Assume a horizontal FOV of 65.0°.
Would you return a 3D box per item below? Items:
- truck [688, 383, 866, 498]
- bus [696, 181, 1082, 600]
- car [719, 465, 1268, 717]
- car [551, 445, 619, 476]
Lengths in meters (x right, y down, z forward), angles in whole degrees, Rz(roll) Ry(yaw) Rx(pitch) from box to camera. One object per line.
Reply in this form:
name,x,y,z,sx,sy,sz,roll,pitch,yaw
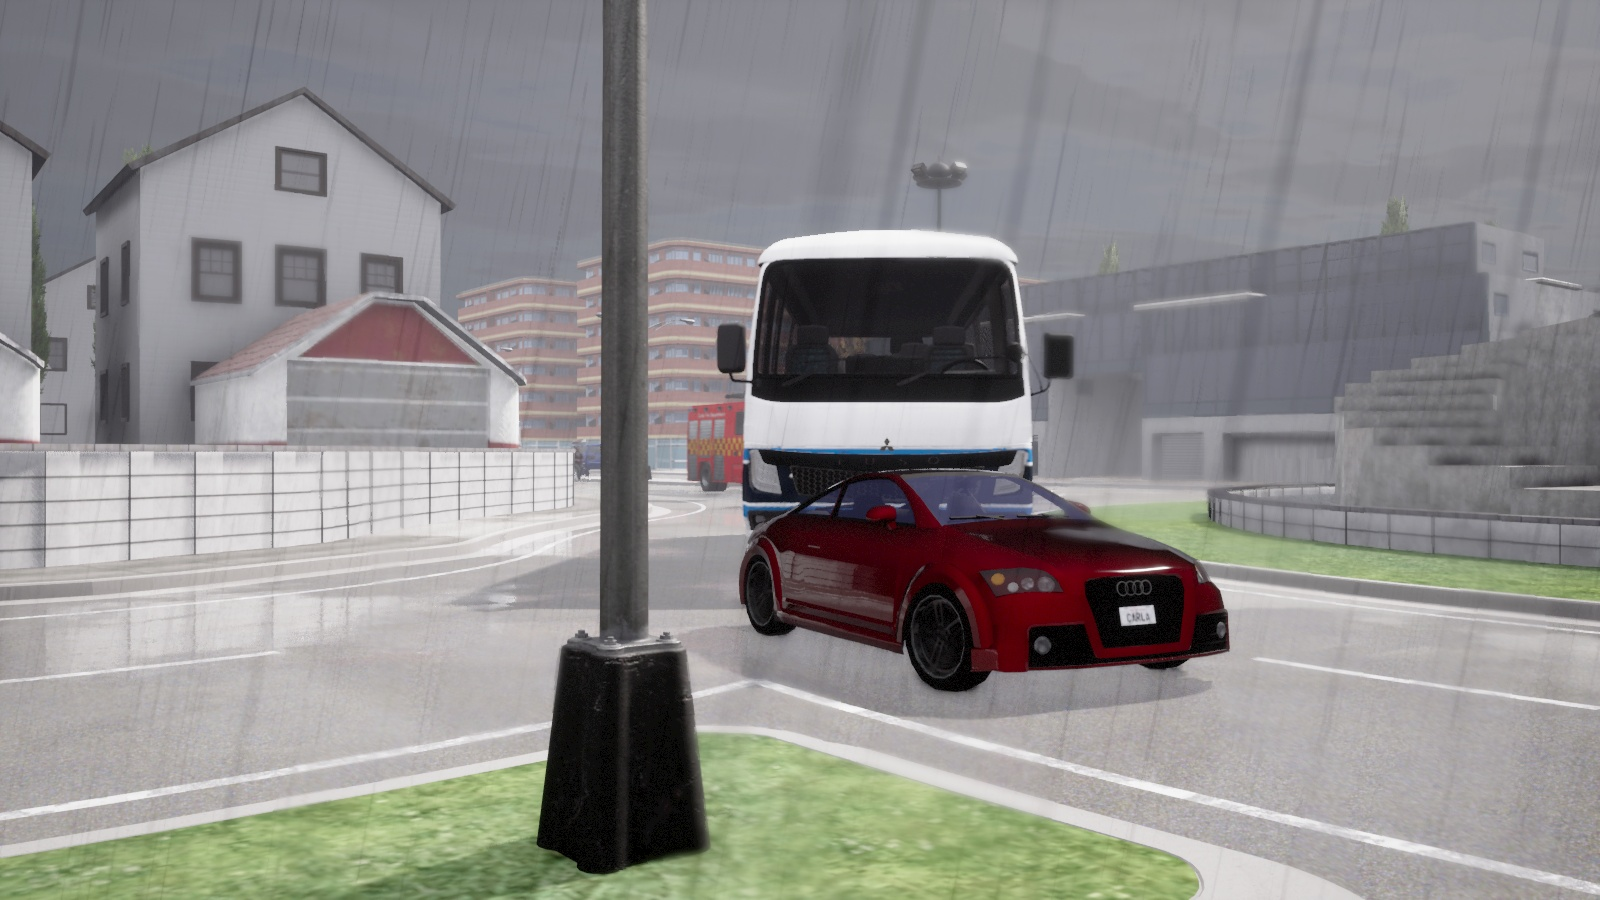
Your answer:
truck,-1.055,-0.304,46.241,2.891,3.827,8.468,0,0,-29
bus,1.202,-0.590,17.986,3.944,4.253,10.273,0,0,3
car,1.153,0.829,9.457,1.994,1.385,4.181,0,0,-28
car,-14.482,0.701,84.244,2.150,2.045,5.566,0,0,-37
